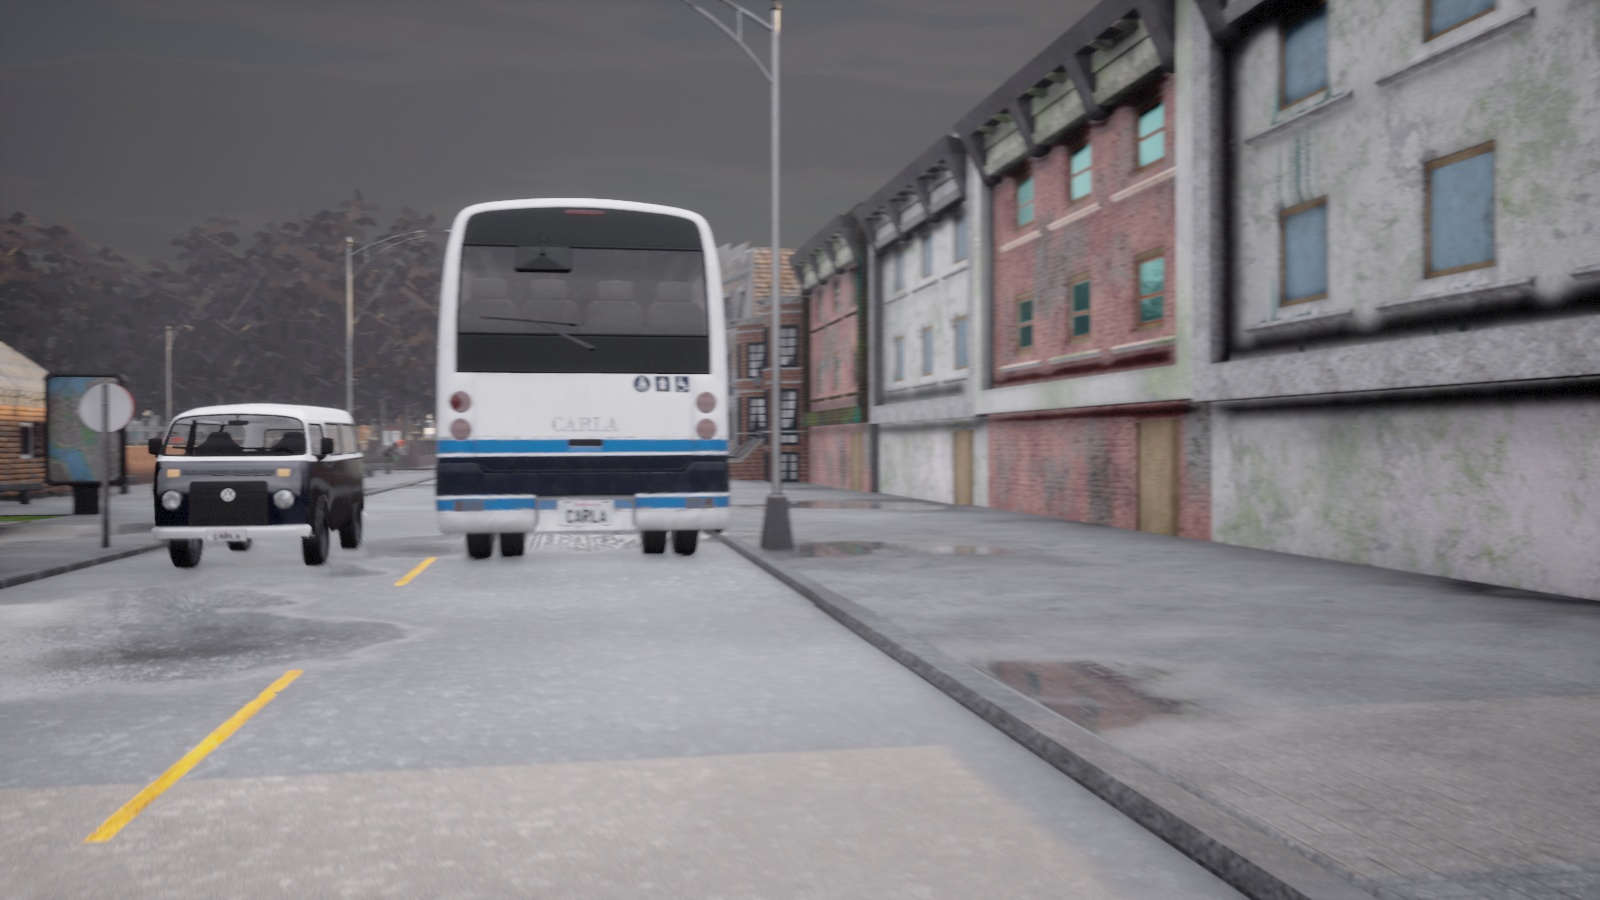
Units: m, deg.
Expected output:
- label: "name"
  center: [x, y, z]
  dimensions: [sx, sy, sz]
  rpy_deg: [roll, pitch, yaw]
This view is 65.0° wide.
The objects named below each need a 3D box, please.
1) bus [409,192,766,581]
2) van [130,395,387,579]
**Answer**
- label: "bus"
  center: [-3.225, -0.724, 19.148]
  dimensions: [3.944, 4.253, 10.273]
  rpy_deg: [0, 0, -10]
- label: "van"
  center: [-6.790, 0.396, 16.322]
  dimensions: [2.069, 2.038, 4.480]
  rpy_deg: [0, 0, -10]
